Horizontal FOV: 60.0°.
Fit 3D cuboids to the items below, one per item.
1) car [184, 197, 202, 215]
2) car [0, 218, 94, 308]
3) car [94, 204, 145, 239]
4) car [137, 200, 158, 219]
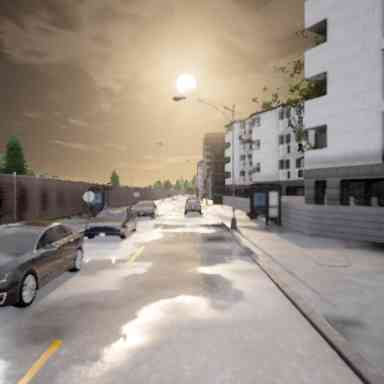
[{"bbox_3d":[0.107,1.583,35.064,2.033,1.411,5.357,0,0,0],"label":"car"},{"bbox_3d":[-4.089,1.513,8.018,1.837,1.490,4.892,0,0,0],"label":"car"},{"bbox_3d":[-4.083,1.565,17.793,2.033,1.411,5.357,0,0,0],"label":"car"},{"bbox_3d":[-4.064,1.534,29.332,1.837,1.490,4.892,0,0,0],"label":"car"}]
